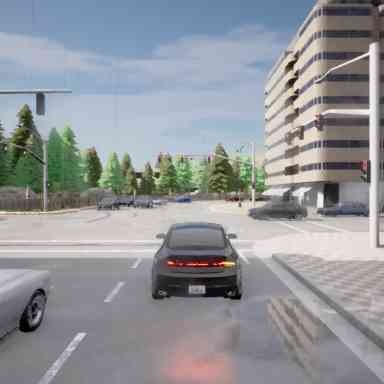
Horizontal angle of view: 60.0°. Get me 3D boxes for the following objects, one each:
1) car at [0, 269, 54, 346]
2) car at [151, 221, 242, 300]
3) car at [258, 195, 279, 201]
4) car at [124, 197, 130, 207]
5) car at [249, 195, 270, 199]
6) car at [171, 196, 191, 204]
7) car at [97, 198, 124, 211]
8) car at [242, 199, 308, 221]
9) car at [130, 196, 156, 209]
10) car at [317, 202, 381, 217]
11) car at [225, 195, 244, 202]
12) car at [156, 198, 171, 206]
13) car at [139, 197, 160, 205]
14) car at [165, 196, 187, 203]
[{"bbox_3d":[-3.426,1.601,3.869,1.895,1.301,4.718,0,0,0],"label":"car"},{"bbox_3d":[0.116,1.505,8.390,1.837,1.490,4.892,0,0,1],"label":"car"},{"bbox_3d":[18.507,1.500,80.625,4.892,1.490,1.837,0,0,-22],"label":"car"},{"bbox_3d":[-9.961,1.547,51.367,2.033,1.411,5.357,0,0,6],"label":"car"},{"bbox_3d":[15.183,1.595,74.838,4.718,1.301,1.895,0,0,-33],"label":"car"},{"bbox_3d":[-1.900,1.478,66.061,1.882,1.535,5.008,0,0,28],"label":"car"},{"bbox_3d":[-10.399,1.505,41.671,1.837,1.490,4.892,0,0,2],"label":"car"},{"bbox_3d":[6.850,1.550,26.910,4.892,1.490,1.837,1,0,-9],"label":"car"},{"bbox_3d":[-6.757,1.352,46.477,2.097,1.767,4.553,0,0,3],"label":"car"},{"bbox_3d":[14.601,1.603,31.061,5.357,1.411,2.033,0,0,0],"label":"car"},{"bbox_3d":[9.710,1.478,75.109,5.008,1.535,1.882,0,0,-41],"label":"car"},{"bbox_3d":[-5.631,1.601,56.257,1.895,1.301,4.718,0,0,14],"label":"car"},{"bbox_3d":[-7.784,1.601,61.277,1.895,1.301,4.718,0,0,20],"label":"car"},{"bbox_3d":[-3.310,1.540,70.779,2.033,1.411,5.357,0,0,31],"label":"car"}]
